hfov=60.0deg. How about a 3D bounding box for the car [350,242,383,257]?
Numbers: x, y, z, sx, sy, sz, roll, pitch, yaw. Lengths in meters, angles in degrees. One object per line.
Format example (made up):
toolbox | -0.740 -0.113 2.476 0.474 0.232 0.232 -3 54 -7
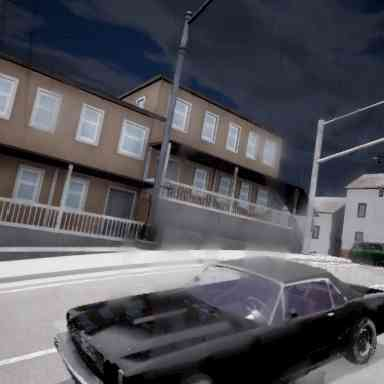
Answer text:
car | 14.843 4.956 25.193 2.150 2.045 5.566 16 -15 -37

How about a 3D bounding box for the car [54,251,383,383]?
car | 0.758 1.656 4.502 4.718 1.301 1.895 2 -1 -35
